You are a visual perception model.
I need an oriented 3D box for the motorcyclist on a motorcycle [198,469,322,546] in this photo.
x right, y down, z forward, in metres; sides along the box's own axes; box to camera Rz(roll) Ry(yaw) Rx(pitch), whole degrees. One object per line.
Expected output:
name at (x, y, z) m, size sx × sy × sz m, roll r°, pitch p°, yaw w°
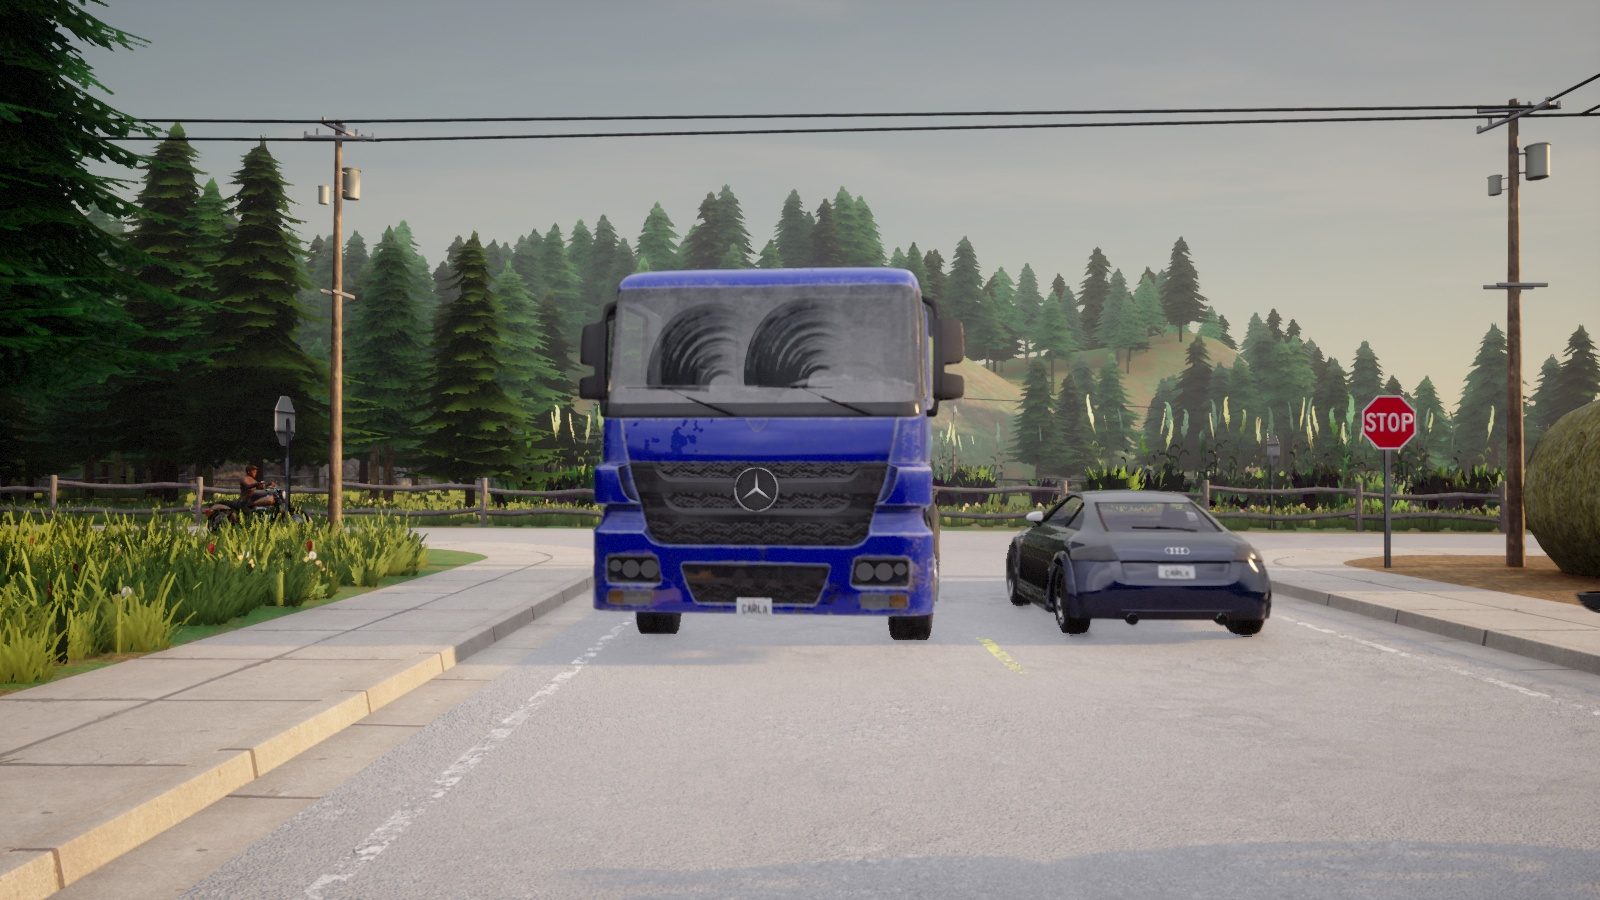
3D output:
motorcyclist on a motorcycle at (-11.643, 1.231, 27.127) m, size 2.350 × 1.649 × 0.766 m, roll 0°, pitch -1°, yaw 3°

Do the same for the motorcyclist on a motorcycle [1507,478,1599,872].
motorcyclist on a motorcycle at (3.489, 0.856, 4.439) m, size 0.797 × 1.523 × 2.044 m, roll 0°, pitch -2°, yaw 0°

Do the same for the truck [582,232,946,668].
truck at (0.134, 0.068, 14.089) m, size 2.891 × 3.462 × 7.936 m, roll 0°, pitch -1°, yaw 7°

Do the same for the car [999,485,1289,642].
car at (3.464, 1.091, 13.545) m, size 1.994 × 1.385 × 4.181 m, roll 0°, pitch -1°, yaw 0°
